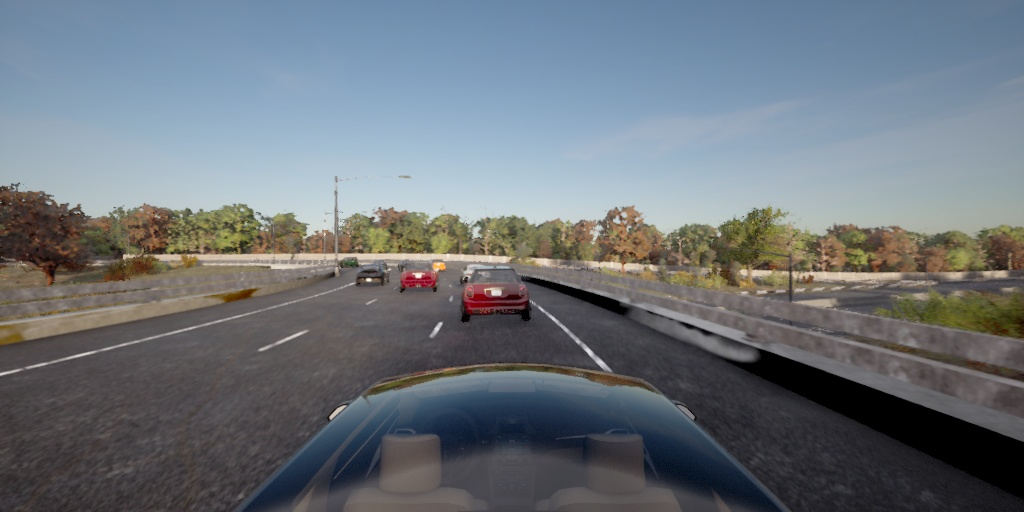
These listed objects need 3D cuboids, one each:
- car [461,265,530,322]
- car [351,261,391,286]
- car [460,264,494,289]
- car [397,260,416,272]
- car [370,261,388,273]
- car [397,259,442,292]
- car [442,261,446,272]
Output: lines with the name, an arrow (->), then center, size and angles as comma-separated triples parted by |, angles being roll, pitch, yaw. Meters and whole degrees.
car -> -0.681, 1.113, 12.627 | 2.097, 1.767, 4.553 | 0, 0, -6
car -> -9.953, 1.326, 25.902 | 1.837, 1.490, 4.892 | 0, 0, -13
car -> -2.509, 1.305, 24.644 | 1.812, 1.442, 4.674 | 0, 0, -11
car -> -14.523, 1.369, 49.101 | 1.837, 1.490, 4.892 | 0, 0, -25
car -> -17.833, 1.384, 47.946 | 1.837, 1.490, 4.892 | 0, 0, -26
car -> -5.568, 1.146, 21.960 | 2.097, 1.767, 4.553 | 0, 0, -11
car -> -10.498, 1.193, 48.742 | 2.097, 1.767, 4.553 | 0, 0, -25
